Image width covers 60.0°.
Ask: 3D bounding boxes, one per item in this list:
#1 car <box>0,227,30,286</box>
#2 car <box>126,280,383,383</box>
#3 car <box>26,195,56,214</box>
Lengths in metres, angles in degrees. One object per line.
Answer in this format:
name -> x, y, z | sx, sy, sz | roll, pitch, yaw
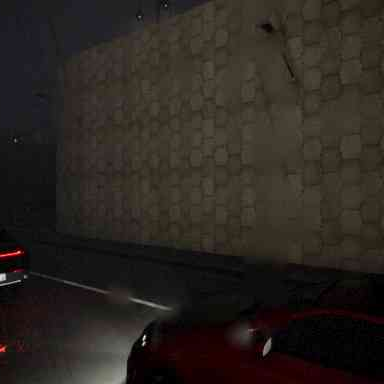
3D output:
car -> -5.882, 1.505, 8.193 | 4.892, 1.490, 1.837 | 0, 0, 36
car -> 1.365, 1.564, 3.018 | 4.181, 1.385, 1.994 | 0, 0, 36
car -> -12.942, 1.061, 31.062 | 2.128, 1.511, 4.902 | 0, 5, 35
